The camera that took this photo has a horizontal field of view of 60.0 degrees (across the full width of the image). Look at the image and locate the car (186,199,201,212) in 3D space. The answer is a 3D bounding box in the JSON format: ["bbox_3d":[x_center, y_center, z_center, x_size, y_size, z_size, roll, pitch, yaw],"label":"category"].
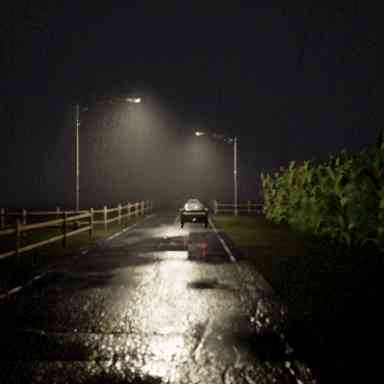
[{"bbox_3d":[0.194,1.675,41.030,1.812,1.442,4.674,0,0,0],"label":"car"}]

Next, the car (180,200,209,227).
[{"bbox_3d":[0.153,1.578,23.621,2.128,1.511,4.902,0,0,0],"label":"car"}]
